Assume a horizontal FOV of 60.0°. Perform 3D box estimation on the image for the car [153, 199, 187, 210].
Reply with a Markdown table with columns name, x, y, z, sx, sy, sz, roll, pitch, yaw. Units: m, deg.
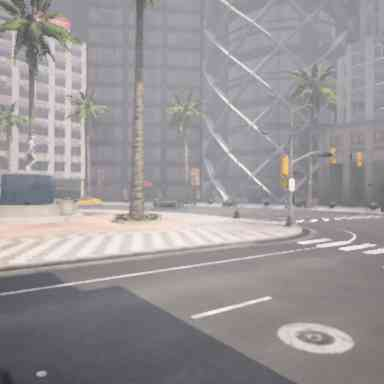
| name | x | y | z | sx | sy | sz | roll | pitch | yaw |
| --- | --- | --- | --- | --- | --- | --- | --- | --- | --- |
| car | -3.067 | 1.698 | 46.099 | 4.902 | 1.511 | 2.128 | 0 | 0 | 28 |

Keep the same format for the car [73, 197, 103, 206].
| name | x | y | z | sx | sy | sz | roll | pitch | yaw |
| --- | --- | --- | --- | --- | --- | --- | --- | --- | --- |
| car | -18.012 | 1.636 | 57.403 | 5.008 | 1.535 | 1.882 | 0 | 0 | 2 |
